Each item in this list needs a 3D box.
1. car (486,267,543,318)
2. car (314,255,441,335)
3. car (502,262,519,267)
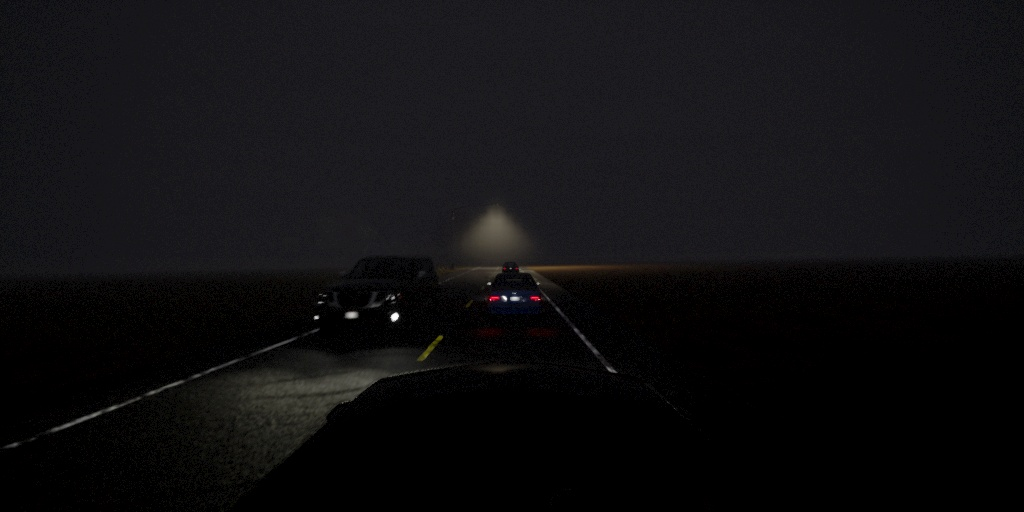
[{"bbox_3d":[0.070,1.302,13.019,2.033,1.411,5.357,0,0,0],"label":"car"},{"bbox_3d":[-3.618,0.975,10.841,2.150,2.045,5.566,0,0,0],"label":"car"},{"bbox_3d":[-0.168,1.324,39.138,2.033,1.411,5.357,0,0,-1],"label":"car"}]
